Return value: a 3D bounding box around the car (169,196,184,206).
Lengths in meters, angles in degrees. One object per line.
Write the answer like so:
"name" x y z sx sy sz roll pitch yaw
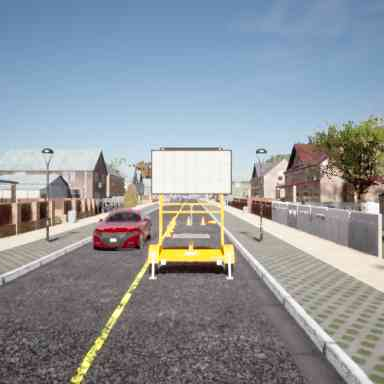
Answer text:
"car" -2.993 1.687 57.820 2.033 1.411 5.357 0 0 0

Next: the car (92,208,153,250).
"car" -2.890 1.490 14.651 1.882 1.535 5.008 0 0 0

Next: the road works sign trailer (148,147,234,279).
"road works sign trailer" -0.015 0.471 10.023 2.380 3.560 2.880 0 0 0

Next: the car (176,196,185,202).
"car" -2.996 1.820 89.179 2.128 1.511 4.902 0 0 0
